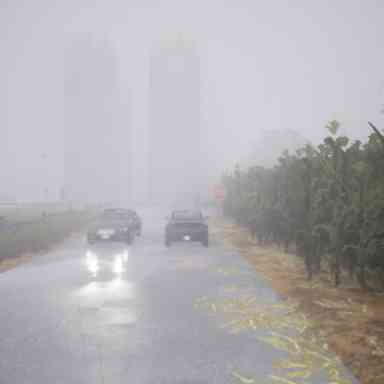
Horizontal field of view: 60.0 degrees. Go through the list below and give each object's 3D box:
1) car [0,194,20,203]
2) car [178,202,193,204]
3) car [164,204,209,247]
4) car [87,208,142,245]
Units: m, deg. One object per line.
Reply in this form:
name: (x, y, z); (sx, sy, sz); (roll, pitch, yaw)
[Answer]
car: (-38.559, 1.380, 67.892); (4.611, 1.667, 2.242); (0, 0, -2)
car: (-0.493, 1.541, 26.465); (1.812, 1.442, 4.674); (0, 0, -1)
car: (-0.246, 1.544, 15.369); (1.837, 1.490, 4.892); (0, 0, -1)
car: (-3.517, 1.531, 15.783); (2.128, 1.511, 4.902); (0, 0, -1)
